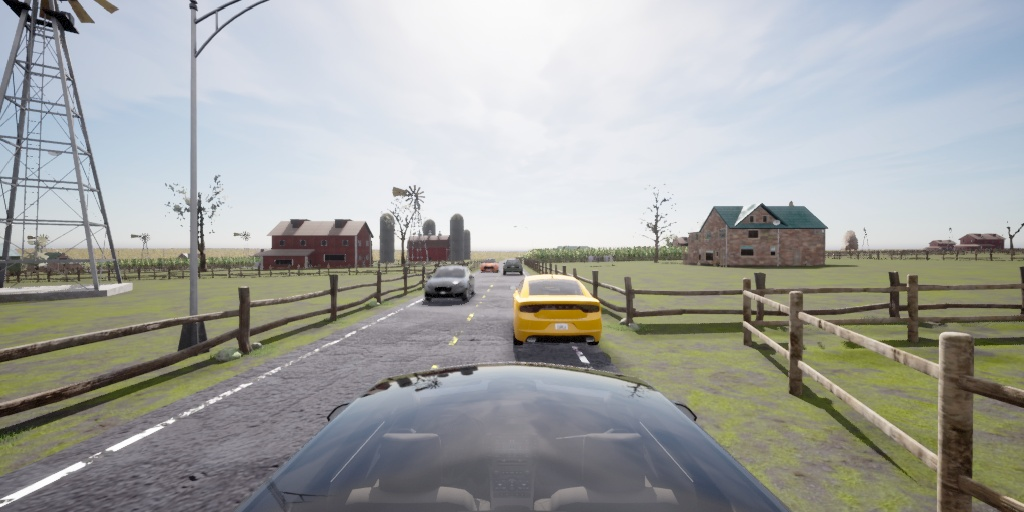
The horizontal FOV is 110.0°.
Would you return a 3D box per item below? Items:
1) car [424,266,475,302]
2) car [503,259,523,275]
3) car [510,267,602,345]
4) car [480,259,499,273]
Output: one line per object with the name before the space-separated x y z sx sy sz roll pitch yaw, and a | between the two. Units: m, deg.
car | -2.837 1.253 17.151 1.837 1.490 4.892 0 0 0
car | 0.114 1.110 39.350 2.097 1.767 4.553 0 0 0
car | 0.971 1.226 9.486 1.882 1.535 5.008 0 0 0
car | -2.711 1.113 44.026 2.097 1.767 4.553 0 0 0
